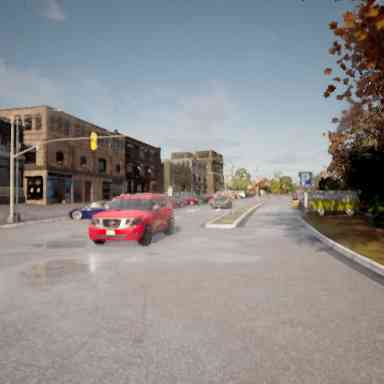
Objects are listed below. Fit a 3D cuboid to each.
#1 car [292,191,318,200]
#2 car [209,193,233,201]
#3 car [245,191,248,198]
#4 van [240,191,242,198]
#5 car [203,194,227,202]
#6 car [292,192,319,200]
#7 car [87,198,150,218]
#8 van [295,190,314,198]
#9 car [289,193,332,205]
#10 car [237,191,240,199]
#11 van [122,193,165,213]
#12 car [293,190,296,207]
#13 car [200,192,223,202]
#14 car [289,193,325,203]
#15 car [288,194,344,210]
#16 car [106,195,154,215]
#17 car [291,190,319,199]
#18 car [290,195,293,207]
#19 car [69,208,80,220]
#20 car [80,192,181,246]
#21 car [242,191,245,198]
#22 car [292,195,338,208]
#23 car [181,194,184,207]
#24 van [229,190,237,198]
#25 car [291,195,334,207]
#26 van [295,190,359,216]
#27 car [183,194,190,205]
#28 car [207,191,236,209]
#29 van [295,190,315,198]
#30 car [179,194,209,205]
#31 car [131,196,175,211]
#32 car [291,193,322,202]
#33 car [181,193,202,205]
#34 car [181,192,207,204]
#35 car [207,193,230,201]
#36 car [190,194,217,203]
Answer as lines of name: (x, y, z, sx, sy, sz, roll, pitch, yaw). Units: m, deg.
car: (22.834, 0.732, 67.294, 4.553, 1.767, 2.185, 0, 0, -1)
car: (6.624, 1.126, 76.673, 5.366, 1.575, 1.946, -2, 0, -1)
car: (11.677, 0.771, 90.909, 5.566, 2.045, 2.435, -2, 0, -1)
van: (9.854, 0.833, 85.238, 4.442, 1.987, 1.878, -2, -1, -1)
car: (4.902, 1.163, 70.960, 4.892, 1.521, 2.231, -2, 0, -2)
car: (23.801, 0.837, 70.111, 4.892, 1.521, 2.231, 0, 0, -1)
car: (-6.580, 1.392, 30.342, 5.366, 1.575, 1.946, -2, 0, -7)
van: (30.456, 0.465, 89.794, 4.442, 1.987, 1.878, 0, 1, -1)
car: (16.897, 0.991, 47.506, 5.366, 1.575, 1.946, 0, 0, -4)
car: (8.733, 1.113, 82.380, 4.792, 1.488, 2.163, -2, 0, -1)
van: (-5.201, 1.141, 36.198, 4.442, 1.987, 1.878, -2, 0, -6)
car: (12.060, 0.976, 30.332, 4.553, 1.767, 2.185, 0, 0, -6)
car: (3.968, 1.055, 68.088, 4.553, 1.767, 2.185, -2, 0, -2)
car: (18.380, 0.956, 53.174, 5.008, 1.535, 2.097, 0, 0, -3)
car: (13.384, 1.065, 36.049, 5.366, 1.575, 1.946, 0, 1, -5)
car: (-6.081, 1.261, 33.252, 4.553, 1.767, 2.185, -2, 0, -6)
car: (25.745, 0.543, 75.736, 5.566, 2.045, 2.435, 0, 0, -1)
car: (13.007, 1.081, 33.223, 5.366, 1.575, 1.946, 0, 0, -5)
car: (-7.633, 1.454, 27.468, 4.792, 1.488, 2.163, -2, 0, -7)
car: (-2.361, 1.111, 14.656, 2.150, 2.045, 5.566, 0, 0, 12)
car: (10.726, 1.042, 88.074, 5.008, 1.535, 2.097, -2, 0, -1)
car: (14.326, 1.090, 38.934, 4.674, 1.452, 2.002, 0, 0, -5)
car: (-3.777, 1.378, 42.024, 4.674, 1.452, 2.002, -2, 0, -5)
van: (7.892, 0.874, 79.542, 4.442, 1.987, 1.878, -2, 0, -1)
car: (15.102, 1.072, 41.792, 4.674, 1.452, 2.002, 0, 0, -4)
van: (11.268, 0.893, 27.444, 4.442, 1.987, 1.878, 0, 1, -6)
car: (-2.993, 1.362, 44.946, 4.674, 1.452, 2.002, -2, 0, -5)
car: (3.546, 1.083, 39.289, 2.097, 1.767, 4.553, -1, 0, 15)
van: (29.485, 0.486, 86.978, 4.442, 1.987, 1.878, 0, 1, -1)
car: (0.334, 1.254, 56.564, 5.008, 1.535, 2.097, -2, 0, -4)
car: (-4.561, 1.356, 39.109, 4.892, 1.521, 2.231, -2, 0, -6)
car: (20.163, 0.947, 58.839, 4.792, 1.488, 2.163, 0, 0, -2)
car: (-1.358, 1.328, 50.757, 4.674, 1.452, 2.002, -2, 0, -4)
car: (-0.500, 1.019, 53.672, 5.566, 2.045, 2.435, -2, 0, -4)
car: (5.836, 1.143, 73.831, 5.008, 1.535, 2.097, -2, -1, -2)
car: (2.114, 1.218, 62.333, 5.008, 1.535, 2.097, -2, 0, -3)
